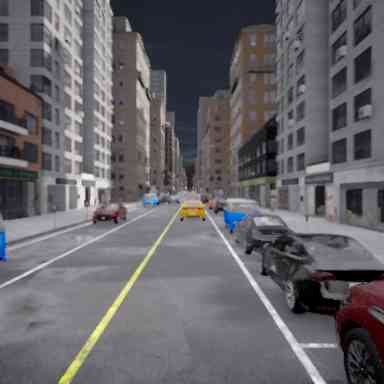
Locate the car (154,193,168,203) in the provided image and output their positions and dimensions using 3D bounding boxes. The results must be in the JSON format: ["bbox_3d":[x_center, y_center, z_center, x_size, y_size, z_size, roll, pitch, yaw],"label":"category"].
[{"bbox_3d":[-5.840,1.072,63.242,2.192,1.841,5.009,0,0,0],"label":"car"}]

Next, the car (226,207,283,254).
[{"bbox_3d":[2.672,1.512,12.981,2.008,1.369,4.403,0,0,0],"label":"car"}]

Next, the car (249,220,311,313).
[{"bbox_3d":[2.671,1.545,7.395,1.947,1.339,4.313,0,0,0],"label":"car"}]

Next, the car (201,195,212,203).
[{"bbox_3d":[2.684,1.323,63.246,1.947,1.339,4.313,0,0,0],"label":"car"}]

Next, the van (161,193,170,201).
[{"bbox_3d":[-5.838,1.049,74.415,1.690,1.788,3.998,0,0,0],"label":"van"}]

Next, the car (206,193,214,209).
[{"bbox_3d":[3.122,1.207,40.433,2.097,1.767,4.553,0,0,0],"label":"car"}]

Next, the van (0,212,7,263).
[{"bbox_3d":[-5.855,1.320,7.382,1.690,1.788,3.998,0,0,0],"label":"van"}]

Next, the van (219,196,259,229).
[{"bbox_3d":[2.674,1.282,18.566,1.690,1.788,3.998,0,0,0],"label":"van"}]

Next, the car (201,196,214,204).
[{"bbox_3d":[2.683,1.332,57.661,2.008,1.369,4.403,0,0,0],"label":"car"}]

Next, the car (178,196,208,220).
[{"bbox_3d":[0.083,1.387,26.731,1.882,1.535,5.008,0,0,0],"label":"car"}]

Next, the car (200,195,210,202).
[{"bbox_3d":[2.685,1.299,68.831,1.947,1.339,4.313,0,0,0],"label":"car"}]

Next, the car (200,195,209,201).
[{"bbox_3d":[2.686,1.290,74.416,1.802,1.307,4.206,0,0,0],"label":"car"}]

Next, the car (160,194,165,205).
[{"bbox_3d":[-5.844,1.371,52.072,1.947,1.339,4.313,0,0,0],"label":"car"}]

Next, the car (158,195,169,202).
[{"bbox_3d":[-5.840,1.277,68.830,1.887,1.381,4.507,0,0,0],"label":"car"}]

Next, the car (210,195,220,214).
[{"bbox_3d":[3.153,1.387,33.463,1.837,1.490,4.892,0,0,0],"label":"car"}]

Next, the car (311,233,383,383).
[{"bbox_3d":[2.669,1.310,1.810,2.192,1.841,5.009,0,0,0],"label":"car"}]

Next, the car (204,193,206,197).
[{"bbox_3d":[2.682,1.121,52.075,2.192,1.841,5.009,0,0,0],"label":"car"}]

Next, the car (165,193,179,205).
[{"bbox_3d":[-3.038,1.318,55.167,1.812,1.442,4.674,0,0,1],"label":"car"}]

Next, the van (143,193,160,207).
[{"bbox_3d":[-5.845,1.170,46.485,1.690,1.788,3.998,0,0,0],"label":"van"}]

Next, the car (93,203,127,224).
[{"bbox_3d":[-5.850,1.465,24.142,1.887,1.381,4.507,0,0,0],"label":"car"}]
